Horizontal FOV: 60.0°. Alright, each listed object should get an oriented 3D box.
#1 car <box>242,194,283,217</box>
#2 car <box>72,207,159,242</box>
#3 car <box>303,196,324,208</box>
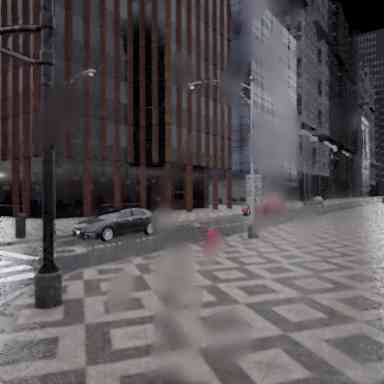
[{"bbox_3d":[6.773,1.232,31.638,2.150,2.045,5.566,0,0,36],"label":"car"},{"bbox_3d":[-3.731,1.562,16.980,1.837,1.490,4.892,0,0,36],"label":"car"},{"bbox_3d":[16.558,1.282,45.143,1.837,1.490,4.892,0,0,36],"label":"car"}]
